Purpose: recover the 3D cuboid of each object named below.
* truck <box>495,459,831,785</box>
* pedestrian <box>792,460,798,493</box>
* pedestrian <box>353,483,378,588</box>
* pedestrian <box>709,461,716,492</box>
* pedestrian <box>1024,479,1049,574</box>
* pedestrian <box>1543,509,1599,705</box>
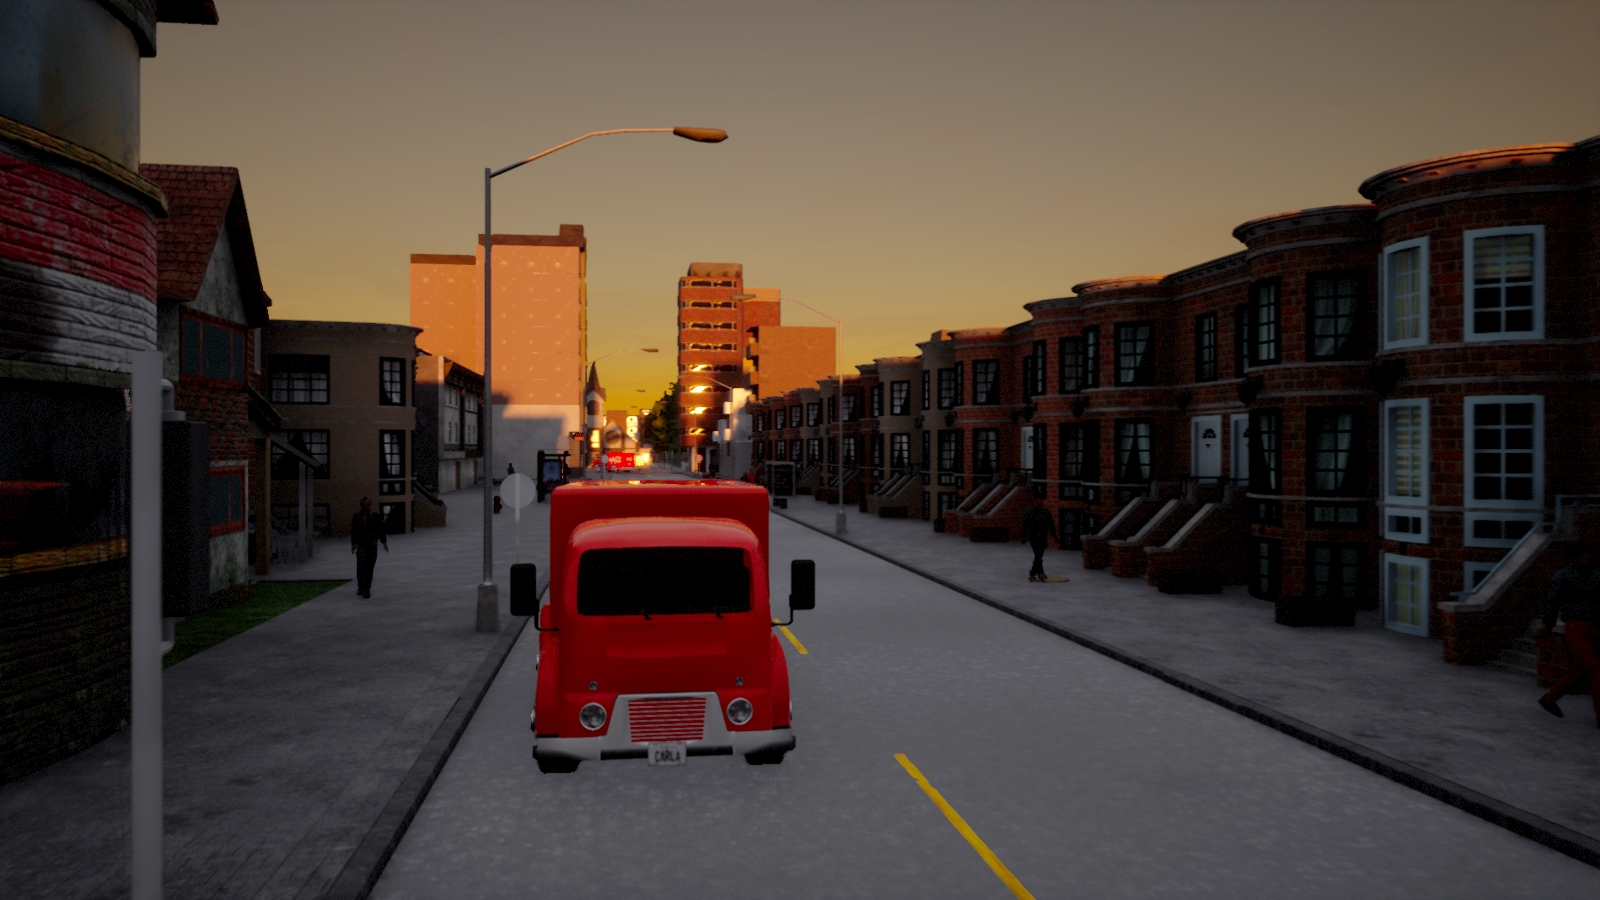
[{"bbox_3d":[-1.432,1.347,11.578,2.627,2.467,5.204,0,0,-8],"label":"truck"},{"bbox_3d":[-0.286,1.525,65.891,0.375,1.860,0.375,0,0,-1],"label":"pedestrian"},{"bbox_3d":[-7.808,1.525,20.526,0.375,1.860,0.375,0,0,-14],"label":"pedestrian"},{"bbox_3d":[-5.377,1.629,70.217,0.375,1.860,0.375,0,0,16],"label":"pedestrian"},{"bbox_3d":[4.727,1.524,22.859,0.375,1.860,0.375,0,0,-8],"label":"pedestrian"},{"bbox_3d":[7.615,1.524,11.229,0.375,1.860,0.375,0,0,-12],"label":"pedestrian"}]
